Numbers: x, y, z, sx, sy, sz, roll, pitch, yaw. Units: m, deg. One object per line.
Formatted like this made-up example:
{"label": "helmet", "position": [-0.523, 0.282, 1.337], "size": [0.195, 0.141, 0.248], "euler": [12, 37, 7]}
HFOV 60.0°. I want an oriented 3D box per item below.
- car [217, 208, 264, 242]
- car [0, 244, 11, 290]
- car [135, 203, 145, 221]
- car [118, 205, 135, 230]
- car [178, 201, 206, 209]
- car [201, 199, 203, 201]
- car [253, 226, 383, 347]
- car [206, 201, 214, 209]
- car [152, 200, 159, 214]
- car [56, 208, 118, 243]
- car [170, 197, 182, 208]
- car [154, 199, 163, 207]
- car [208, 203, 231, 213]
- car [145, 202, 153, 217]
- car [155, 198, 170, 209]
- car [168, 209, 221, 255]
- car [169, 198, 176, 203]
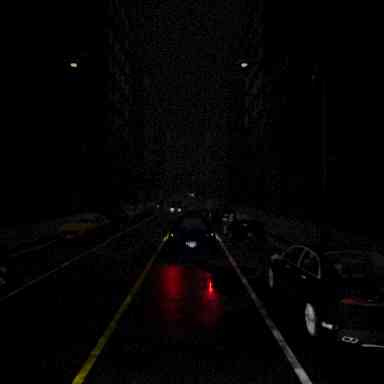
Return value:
{"label": "car", "position": [2.637, 1.722, 17.234], "size": [2.008, 1.369, 4.403], "euler": [0, -1, 0]}
{"label": "car", "position": [-5.388, 1.505, 6.420], "size": [1.967, 1.590, 4.097], "euler": [0, -1, 0]}
{"label": "car", "position": [-5.387, 1.801, 27.898], "size": [1.752, 1.417, 4.829], "euler": [0, -1, 0]}
{"label": "car", "position": [-5.388, 1.790, 22.656], "size": [1.947, 1.339, 4.313], "euler": [0, -1, 0]}
{"label": "car", "position": [0.023, 1.811, 28.903], "size": [1.812, 1.442, 4.674], "euler": [0, 0, 1]}
{"label": "car", "position": [2.638, 2.063, 49.709], "size": [1.802, 1.307, 4.206], "euler": [0, -1, 0]}
{"label": "car", "position": [2.637, 1.616, 6.410], "size": [2.008, 1.369, 4.403], "euler": [0, -1, 0]}
{"label": "car", "position": [2.638, 1.896, 33.471], "size": [1.947, 1.339, 4.313], "euler": [0, -1, 0]}
{"label": "car", "position": [-5.387, 1.931, 38.893], "size": [2.008, 1.369, 4.403], "euler": [0, -1, 0]}
{"label": "car", "position": [-5.388, 1.694, 17.074], "size": [1.752, 1.417, 4.829], "euler": [0, -1, 0]}
{"label": "car", "position": [-2.756, 2.118, 59.462], "size": [2.033, 1.411, 5.357], "euler": [0, -1, 0]}
{"label": "car", "position": [-5.387, 1.981, 44.306], "size": [2.008, 1.369, 4.403], "euler": [0, -1, 0]}
{"label": "car", "position": [2.638, 1.843, 28.059], "size": [1.947, 1.339, 4.313], "euler": [0, -1, 0]}
{"label": "car", "position": [-5.387, 1.912, 33.481], "size": [1.802, 1.307, 4.206], "euler": [0, -1, 0]}
{"label": "car", "position": [-5.386, 1.845, 55.133], "size": [2.192, 1.841, 5.009], "euler": [0, -1, 0]}
{"label": "car", "position": [0.024, 1.664, 13.905], "size": [1.812, 1.442, 4.674], "euler": [0, 0, 1]}
{"label": "car", "position": [-5.386, 2.394, 92.331], "size": [1.752, 1.417, 4.829], "euler": [0, -1, 0]}
